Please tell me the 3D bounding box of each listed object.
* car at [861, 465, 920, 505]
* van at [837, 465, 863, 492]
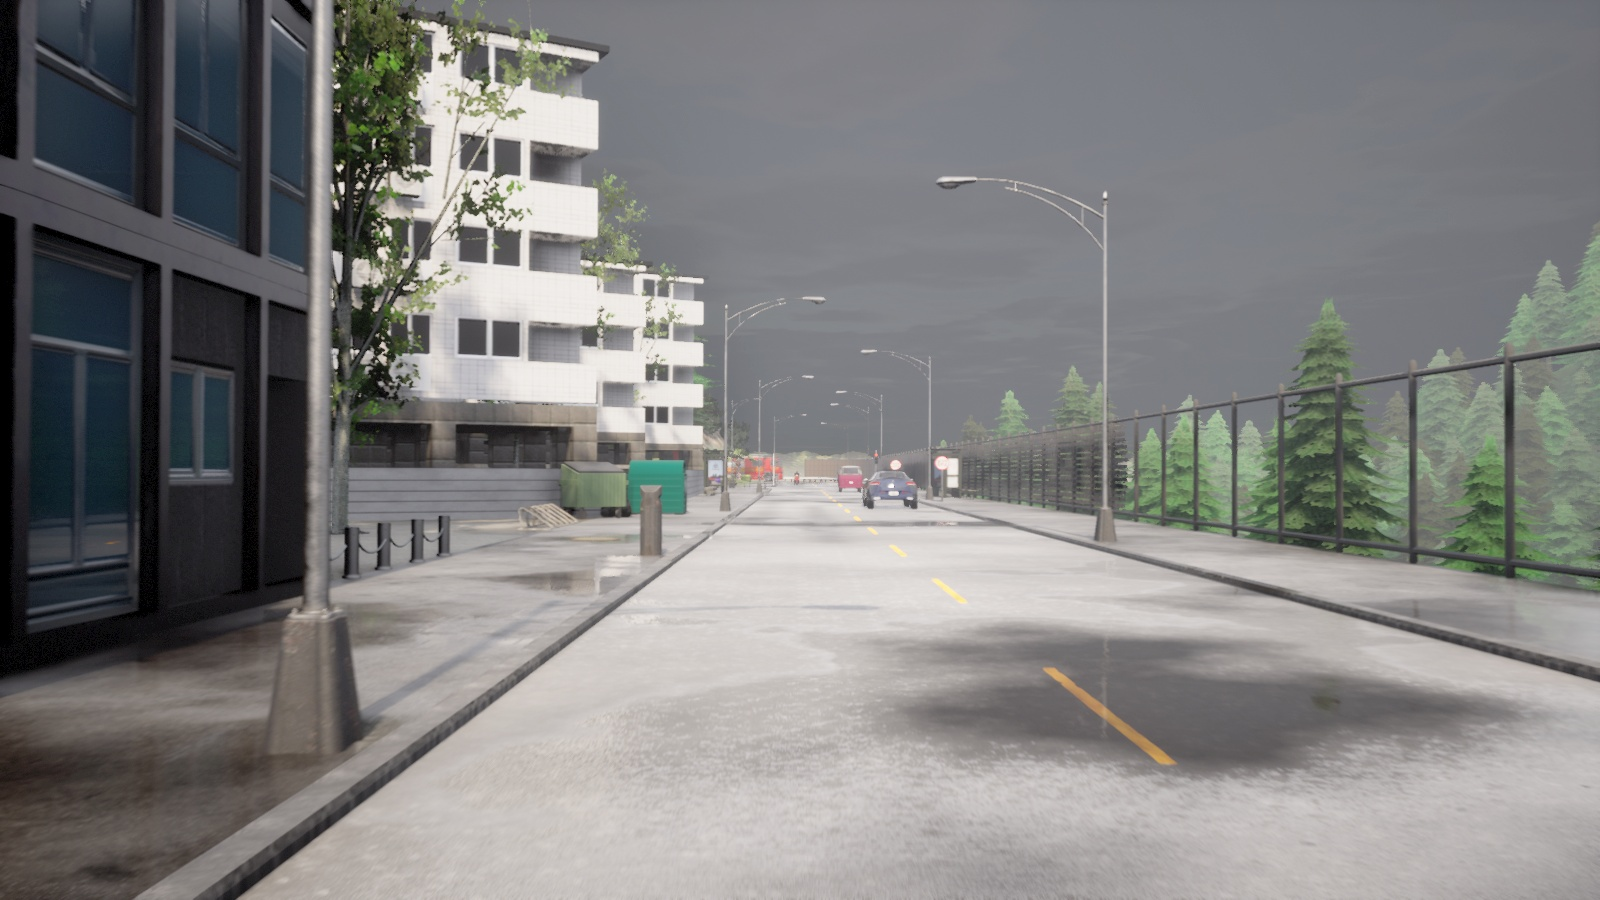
[{"bbox_3d":[3.859,1.487,54.334,2.152,1.651,5.027,0,-1,0],"label":"car"},{"bbox_3d":[3.754,2.134,94.508,1.775,1.987,4.442,0,-1,0],"label":"van"}]
